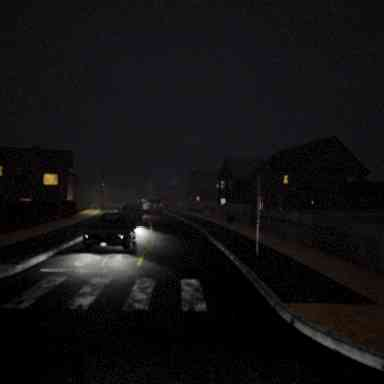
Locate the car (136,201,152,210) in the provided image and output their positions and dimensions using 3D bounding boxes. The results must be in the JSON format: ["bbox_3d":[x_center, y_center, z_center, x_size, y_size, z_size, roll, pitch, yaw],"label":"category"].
[{"bbox_3d":[-8.026,2.286,55.461,1.994,1.385,4.181,2,-1,-16],"label":"car"}]

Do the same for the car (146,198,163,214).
[{"bbox_3d":[-5.373,1.824,45.310,2.150,2.045,5.566,2,-1,-14],"label":"car"}]

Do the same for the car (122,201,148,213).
[{"bbox_3d":[-4.879,1.779,26.738,2.128,1.511,4.902,2,-1,-9],"label":"car"}]

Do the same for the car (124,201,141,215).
[{"bbox_3d":[-7.490,1.963,41.653,1.882,1.535,5.008,2,0,-12],"label":"car"}]

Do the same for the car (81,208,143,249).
[{"bbox_3d":[-3.622,1.681,15.522,2.033,1.411,5.357,2,-1,-5],"label":"car"}]
